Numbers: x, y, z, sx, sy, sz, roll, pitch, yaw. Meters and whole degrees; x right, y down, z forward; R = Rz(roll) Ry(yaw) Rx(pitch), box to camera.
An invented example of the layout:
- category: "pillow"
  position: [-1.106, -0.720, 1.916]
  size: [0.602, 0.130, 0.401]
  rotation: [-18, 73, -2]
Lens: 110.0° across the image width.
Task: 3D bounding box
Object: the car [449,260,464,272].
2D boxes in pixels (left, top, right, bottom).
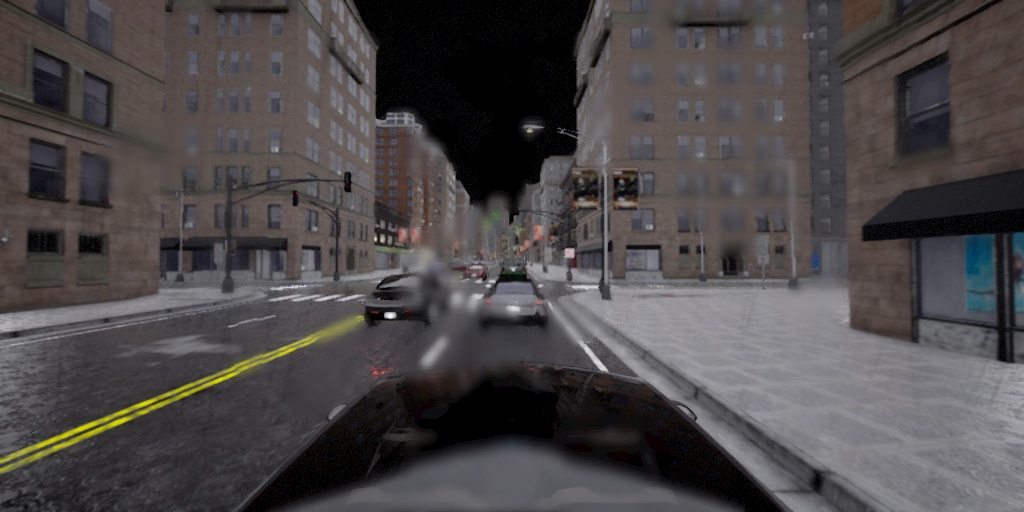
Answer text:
- category: "car"
  position: [-6.565, 1.569, 46.803]
  size: [1.895, 1.301, 4.718]
  rotation: [0, 0, 0]

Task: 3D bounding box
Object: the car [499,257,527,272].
- category: "car"
  position: [0.103, 1.129, 30.325]
  size: [2.150, 2.045, 5.566]
  rotation: [0, 1, 0]

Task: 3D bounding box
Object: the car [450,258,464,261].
- category: "car"
  position: [-9.742, 1.288, 64.260]
  size: [2.150, 2.045, 5.566]
  rotation: [0, 0, 0]

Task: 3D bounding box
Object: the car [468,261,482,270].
- category: "car"
  position: [-6.503, 1.563, 63.090]
  size: [1.837, 1.490, 4.892]
  rotation: [0, 0, 1]

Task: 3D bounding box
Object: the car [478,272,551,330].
- category: "car"
  position: [0.086, 1.361, 11.288]
  size: [1.994, 1.385, 4.181]
  rotation: [0, 0, 0]

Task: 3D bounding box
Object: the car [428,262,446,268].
- category: "car"
  position: [-9.809, 1.496, 47.114]
  size: [1.812, 1.442, 4.674]
  rotation: [0, 0, 0]

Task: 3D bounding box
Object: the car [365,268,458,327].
- category: "car"
  position: [-3.161, 1.305, 11.775]
  size: [1.837, 1.490, 4.892]
  rotation: [0, 0, 0]

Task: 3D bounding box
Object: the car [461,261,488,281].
- category: "car"
  position: [-3.141, 1.428, 32.157]
  size: [1.812, 1.442, 4.674]
  rotation: [0, 0, 0]
